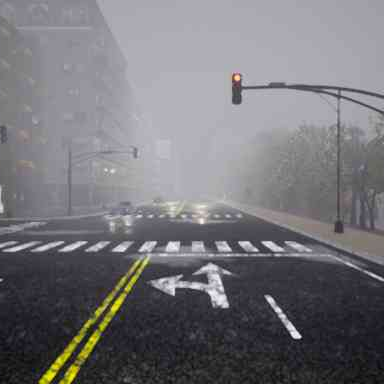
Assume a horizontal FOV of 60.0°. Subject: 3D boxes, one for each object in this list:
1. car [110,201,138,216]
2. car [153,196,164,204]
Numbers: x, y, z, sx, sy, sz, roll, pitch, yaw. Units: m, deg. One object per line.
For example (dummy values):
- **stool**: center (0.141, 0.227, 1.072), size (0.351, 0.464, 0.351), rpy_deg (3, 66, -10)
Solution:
- **car**: center (-6.538, 1.588, 32.520), size (1.812, 1.442, 4.674), rpy_deg (0, 1, 3)
- **car**: center (-6.423, 1.544, 63.964), size (1.882, 1.535, 5.008), rpy_deg (0, 1, 0)
